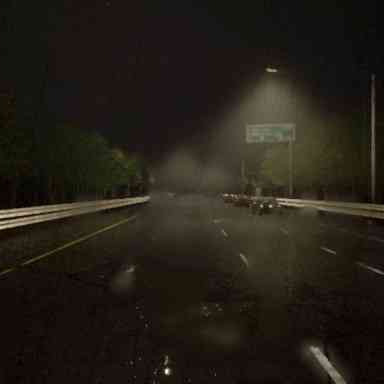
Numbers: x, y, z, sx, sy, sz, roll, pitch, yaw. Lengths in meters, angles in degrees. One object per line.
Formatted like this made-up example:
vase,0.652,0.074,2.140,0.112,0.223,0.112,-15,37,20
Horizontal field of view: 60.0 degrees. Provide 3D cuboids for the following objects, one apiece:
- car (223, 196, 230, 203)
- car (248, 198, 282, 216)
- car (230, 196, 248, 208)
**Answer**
car,7.169,1.482,66.072,1.812,1.442,4.674,0,0,0
car,7.055,1.340,31.859,2.097,1.767,4.553,0,0,0
car,7.111,1.538,48.634,1.994,1.385,4.181,0,0,0
